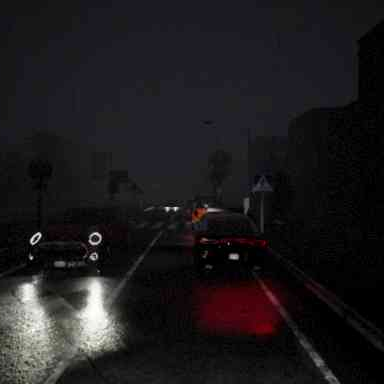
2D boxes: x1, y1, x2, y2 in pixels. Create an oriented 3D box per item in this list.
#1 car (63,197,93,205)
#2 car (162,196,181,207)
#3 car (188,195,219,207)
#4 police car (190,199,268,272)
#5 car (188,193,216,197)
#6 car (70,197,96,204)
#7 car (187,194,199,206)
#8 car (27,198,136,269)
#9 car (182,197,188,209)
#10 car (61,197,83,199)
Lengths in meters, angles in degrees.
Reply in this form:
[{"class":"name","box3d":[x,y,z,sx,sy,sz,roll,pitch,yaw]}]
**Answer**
[{"class":"car","box3d":[-21.812,1.657,63.522,5.008,1.535,2.097,0,0,0]},{"class":"car","box3d":[-3.213,1.691,52.941,1.994,1.385,4.181,0,-1,0]},{"class":"car","box3d":[0.992,1.221,20.332,2.097,1.767,4.553,0,0,0]},{"class":"police car","box3d":[1.000,1.276,10.449,1.930,1.638,5.238,1,1,0]},{"class":"car","box3d":[1.006,1.139,26.397,2.150,2.045,5.566,0,0,0]},{"class":"car","box3d":[-21.792,1.723,66.670,4.674,1.452,2.002,0,0,0]},{"class":"car","box3d":[0.141,1.417,61.961,2.150,2.045,5.566,0,0,0]},{"class":"car","box3d":[-3.344,1.219,10.668,2.097,1.767,4.553,0,0,0]},{"class":"car","box3d":[0.105,1.577,47.787,2.128,1.511,4.902,0,-1,0]},{"class":"car","box3d":[-21.829,1.645,56.973,4.674,1.452,2.002,0,0,0]}]
